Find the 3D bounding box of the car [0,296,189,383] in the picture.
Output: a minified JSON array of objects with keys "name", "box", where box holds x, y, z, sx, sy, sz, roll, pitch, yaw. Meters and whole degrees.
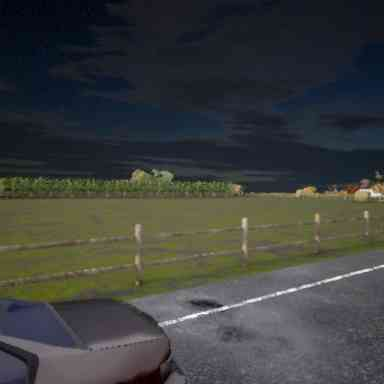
[{"name":"car","box":[-2.611,1.545,2.129,5.357,1.411,2.033,0,0,-36]}]
